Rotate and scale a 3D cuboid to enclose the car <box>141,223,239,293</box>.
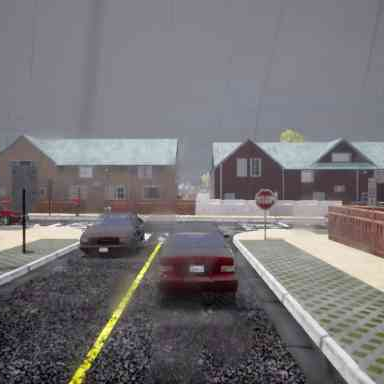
[{"bbox_3d":[0.096,1.547,8.994,2.033,1.411,5.357,0,0,0],"label":"car"}]

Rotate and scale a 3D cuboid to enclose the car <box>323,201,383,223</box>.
[{"bbox_3d":[11.864,1.479,23.745,4.553,1.767,2.097,1,0,1],"label":"car"}]

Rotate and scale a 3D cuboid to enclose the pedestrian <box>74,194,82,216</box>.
[{"bbox_3d":[-9.373,1.053,27.128,0.375,1.860,0.375,0,0,1],"label":"pedestrian"}]

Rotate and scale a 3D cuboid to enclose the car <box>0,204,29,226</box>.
[{"bbox_3d":[-12.914,1.410,21.280,4.674,1.442,1.812,1,0,4],"label":"car"}]

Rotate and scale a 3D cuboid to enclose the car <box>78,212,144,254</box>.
[{"bbox_3d":[-3.067,1.547,13.780,2.033,1.411,5.357,0,0,-2],"label":"car"}]
